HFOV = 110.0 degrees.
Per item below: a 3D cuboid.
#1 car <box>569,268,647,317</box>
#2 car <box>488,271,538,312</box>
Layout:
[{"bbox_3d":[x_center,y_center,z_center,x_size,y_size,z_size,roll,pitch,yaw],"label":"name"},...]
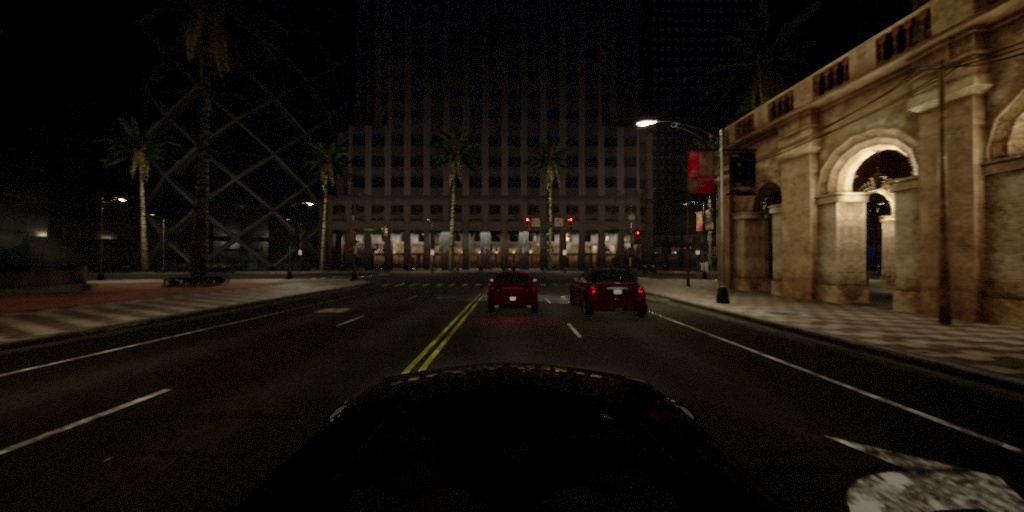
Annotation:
[{"bbox_3d":[3.547,1.240,14.066,2.097,1.767,4.553,0,-1,1],"label":"car"},{"bbox_3d":[0.054,1.376,15.047,1.882,1.535,5.008,0,-1,1],"label":"car"}]
